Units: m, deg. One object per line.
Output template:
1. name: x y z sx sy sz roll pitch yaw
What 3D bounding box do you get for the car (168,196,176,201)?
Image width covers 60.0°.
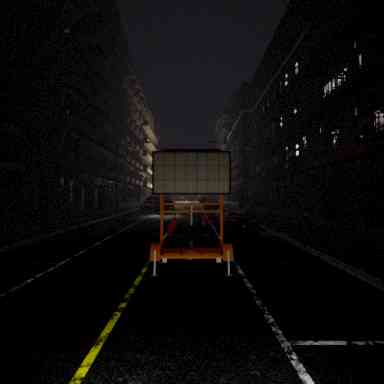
1. car: -5.318 1.830 90.605 1.947 1.339 4.313 1 0 0

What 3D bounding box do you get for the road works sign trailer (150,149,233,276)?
1. road works sign trailer: -0.012 0.473 10.318 2.380 3.560 2.880 0 0 0

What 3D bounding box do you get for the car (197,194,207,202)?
1. car: 2.536 1.551 85.017 2.192 1.841 5.009 1 0 0

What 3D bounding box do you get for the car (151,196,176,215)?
1. car: -2.857 1.532 35.178 1.882 1.535 5.008 0 0 0

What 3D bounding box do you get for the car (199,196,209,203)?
1. car: 2.577 1.626 73.955 1.967 1.590 4.097 1 0 0

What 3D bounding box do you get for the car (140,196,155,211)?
1. car: -5.304 1.594 40.661 1.752 1.417 4.829 2 0 0

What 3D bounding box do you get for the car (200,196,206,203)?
1. car: 2.574 1.635 46.301 2.008 1.369 4.403 1 0 0

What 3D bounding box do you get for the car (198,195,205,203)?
1. car: 2.570 1.684 62.893 1.887 1.381 4.507 1 0 0

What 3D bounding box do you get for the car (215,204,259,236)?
1. car: 2.581 1.565 18.647 1.887 1.381 4.507 1 0 0

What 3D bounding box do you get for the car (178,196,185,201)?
1. car: -2.770 1.861 89.741 1.895 1.301 4.718 0 0 0

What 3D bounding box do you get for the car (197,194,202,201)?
1. car: 2.569 1.706 68.423 1.887 1.381 4.507 1 0 0

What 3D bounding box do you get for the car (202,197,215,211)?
1. car: 2.575 1.614 40.769 1.887 1.381 4.507 1 0 0

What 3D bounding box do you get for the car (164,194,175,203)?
1. car: -5.309 1.526 79.544 2.192 1.841 5.009 1 0 0

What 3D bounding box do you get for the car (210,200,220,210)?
1. car: 2.580 1.555 24.349 1.752 1.417 4.829 1 0 0
